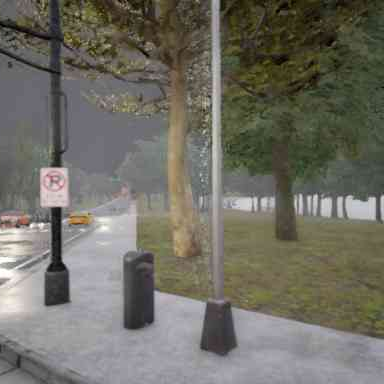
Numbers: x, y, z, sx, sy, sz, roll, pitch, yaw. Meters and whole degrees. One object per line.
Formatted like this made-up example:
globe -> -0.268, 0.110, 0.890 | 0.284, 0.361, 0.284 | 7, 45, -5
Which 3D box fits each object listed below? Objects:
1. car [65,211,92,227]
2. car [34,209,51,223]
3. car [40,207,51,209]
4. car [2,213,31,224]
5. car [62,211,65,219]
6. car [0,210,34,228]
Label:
car -> -11.903, 2.830, 35.742 | 1.882, 1.535, 5.008 | 0, -2, -10
car -> -19.870, 3.329, 43.495 | 1.994, 1.385, 4.181 | 0, -2, -9
car -> -25.598, 3.689, 58.137 | 2.150, 2.045, 5.566 | 0, -3, -9
car -> -23.304, 3.449, 44.349 | 1.895, 1.301, 4.718 | 0, -2, -9
car -> -22.068, 3.950, 56.655 | 1.895, 1.301, 4.718 | 0, -3, -9
car -> -18.261, 2.727, 34.015 | 2.097, 1.767, 4.553 | 0, -2, -9
